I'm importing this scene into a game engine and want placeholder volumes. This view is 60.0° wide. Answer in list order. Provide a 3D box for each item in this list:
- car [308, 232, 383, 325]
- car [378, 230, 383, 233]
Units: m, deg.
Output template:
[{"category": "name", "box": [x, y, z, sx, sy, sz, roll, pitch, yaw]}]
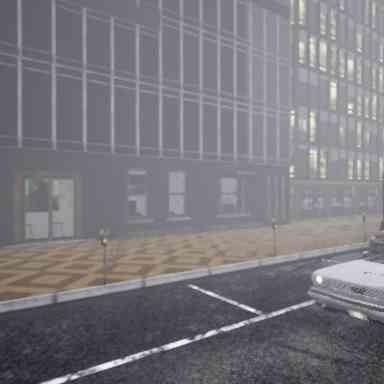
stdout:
[{"category": "car", "box": [4.401, 1.634, 6.516, 4.718, 1.301, 1.895, 0, 0, -35]}, {"category": "car", "box": [8.405, 1.646, 12.558, 4.206, 1.307, 1.802, 0, -1, -35]}]
